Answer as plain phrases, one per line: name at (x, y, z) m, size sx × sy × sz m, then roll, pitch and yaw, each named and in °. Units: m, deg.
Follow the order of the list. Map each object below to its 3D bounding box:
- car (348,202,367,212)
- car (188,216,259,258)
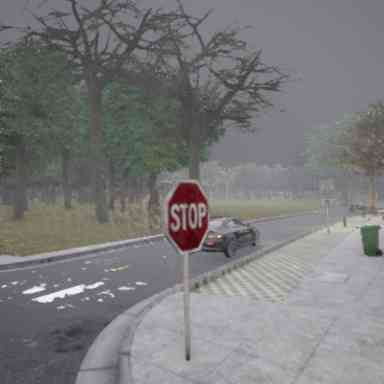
car at (24.619, 2.167, 49.336) m, size 1.812 × 1.442 × 4.674 m, roll -3°, pitch -2°, yaw 36°
car at (1.227, 1.667, 13.287) m, size 1.812 × 1.442 × 4.674 m, roll -2°, pitch -2°, yaw 29°
